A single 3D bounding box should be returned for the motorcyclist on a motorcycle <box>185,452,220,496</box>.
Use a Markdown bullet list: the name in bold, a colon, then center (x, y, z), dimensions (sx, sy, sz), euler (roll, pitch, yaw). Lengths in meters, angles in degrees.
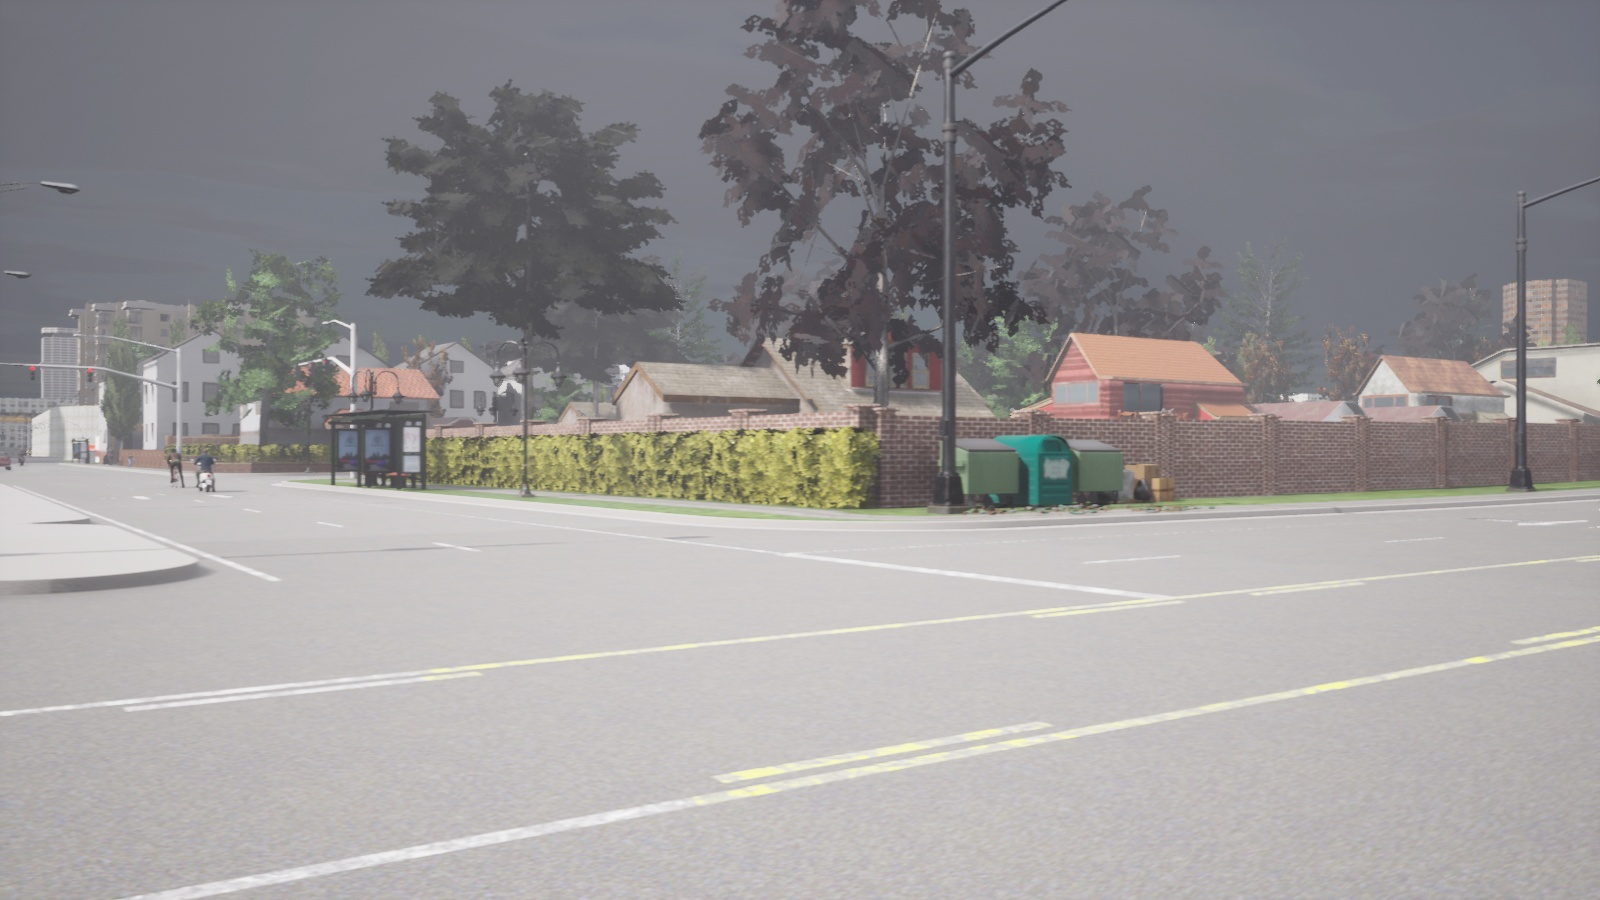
- **motorcyclist on a motorcycle**: center (-22.039, 0.858, 46.291), dimensions (0.866, 1.590, 1.817), euler (0, 0, -35)
